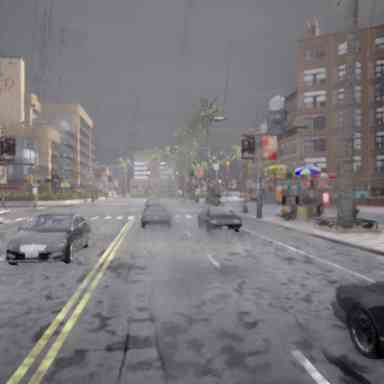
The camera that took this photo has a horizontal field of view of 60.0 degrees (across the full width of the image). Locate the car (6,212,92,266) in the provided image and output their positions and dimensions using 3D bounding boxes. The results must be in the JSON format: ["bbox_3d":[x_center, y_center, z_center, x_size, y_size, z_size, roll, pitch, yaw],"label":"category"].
[{"bbox_3d":[-4.806,1.507,11.814,2.128,1.511,4.902,0,0,-7],"label":"car"}]

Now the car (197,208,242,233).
[{"bbox_3d":[1.459,1.577,19.568,1.895,1.301,4.718,0,0,-7],"label":"car"}]

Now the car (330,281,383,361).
[{"bbox_3d":[3.301,1.528,2.907,2.033,1.411,5.357,0,0,-4],"label":"car"}]

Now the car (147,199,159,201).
[{"bbox_3d":[-4.545,1.539,38.700,2.033,1.411,5.357,0,0,-9],"label":"car"}]

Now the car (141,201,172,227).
[{"bbox_3d":[-2.455,1.559,22.680,1.994,1.385,4.181,0,0,-7],"label":"car"}]
